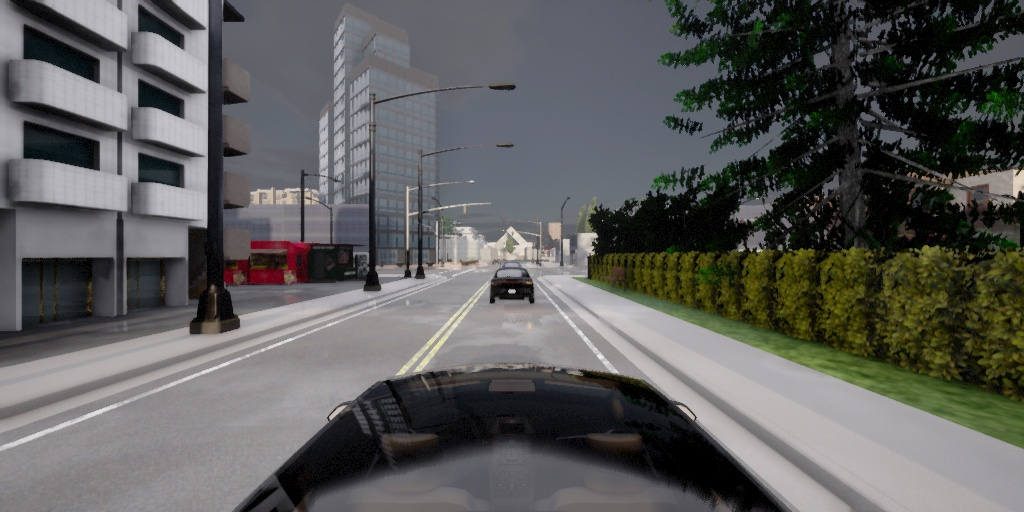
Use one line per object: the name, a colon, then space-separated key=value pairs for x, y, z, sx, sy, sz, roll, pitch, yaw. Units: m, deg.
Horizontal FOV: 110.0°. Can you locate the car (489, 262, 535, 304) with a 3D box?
car: x=0.000 y=1.234 z=16.500 sx=1.882 sy=1.535 sz=5.008 roll=0 pitch=0 yaw=0

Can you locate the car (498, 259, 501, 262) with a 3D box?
car: x=0.000 y=1.234 z=31.500 sx=1.882 sy=1.535 sz=5.008 roll=0 pitch=0 yaw=0

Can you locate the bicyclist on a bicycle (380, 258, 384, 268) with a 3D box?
bicyclist on a bicycle: x=-21.992 y=1.214 z=60.571 sx=0.582 sy=1.620 sz=1.656 roll=-1 pitch=0 yaw=0
